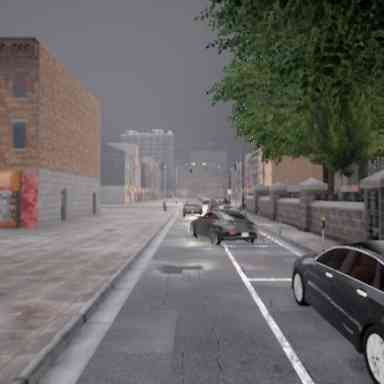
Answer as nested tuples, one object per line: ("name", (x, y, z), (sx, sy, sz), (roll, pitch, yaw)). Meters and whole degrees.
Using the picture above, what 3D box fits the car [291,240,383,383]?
("car", (3.018, 1.512, 5.165), (1.837, 1.490, 4.892), (0, 0, 0))

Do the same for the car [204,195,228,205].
("car", (2.636, 1.391, 33.033), (2.192, 1.841, 5.009), (1, 0, 0))

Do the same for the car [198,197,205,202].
("car", (2.610, 1.936, 92.086), (1.802, 1.307, 4.206), (0, 0, 0))

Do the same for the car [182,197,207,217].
("car", (0.066, 1.564, 31.922), (2.128, 1.511, 4.902), (0, 0, 0))

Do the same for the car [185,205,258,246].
("car", (1.395, 1.554, 15.580), (1.812, 1.442, 4.674), (0, 0, -19))

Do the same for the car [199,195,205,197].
("car", (2.623, 1.725, 59.463), (1.887, 1.381, 4.507), (1, 0, 0))

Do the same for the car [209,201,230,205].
("car", (2.635, 1.641, 27.584), (1.802, 1.307, 4.206), (1, 0, 0))

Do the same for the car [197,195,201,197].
("car", (2.616, 1.805, 75.774), (1.887, 1.381, 4.507), (0, 0, 0))
